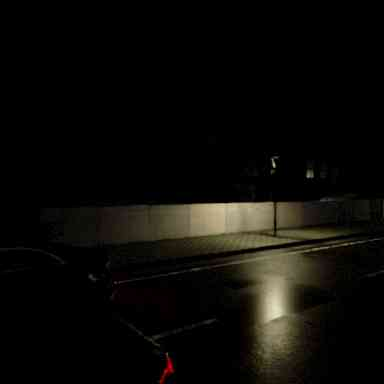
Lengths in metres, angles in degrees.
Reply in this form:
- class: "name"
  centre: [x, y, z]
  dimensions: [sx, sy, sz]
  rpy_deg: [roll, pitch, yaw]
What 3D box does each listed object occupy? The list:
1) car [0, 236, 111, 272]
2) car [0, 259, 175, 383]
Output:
- class: "car"
  centre: [-3.628, 1.491, 5.089]
  dimensions: [4.902, 1.511, 2.128]
  rpy_deg: [0, 0, -35]
- class: "car"
  centre: [-2.123, 1.564, 2.172]
  dimensions: [4.181, 1.385, 1.994]
  rpy_deg: [0, 0, -36]
